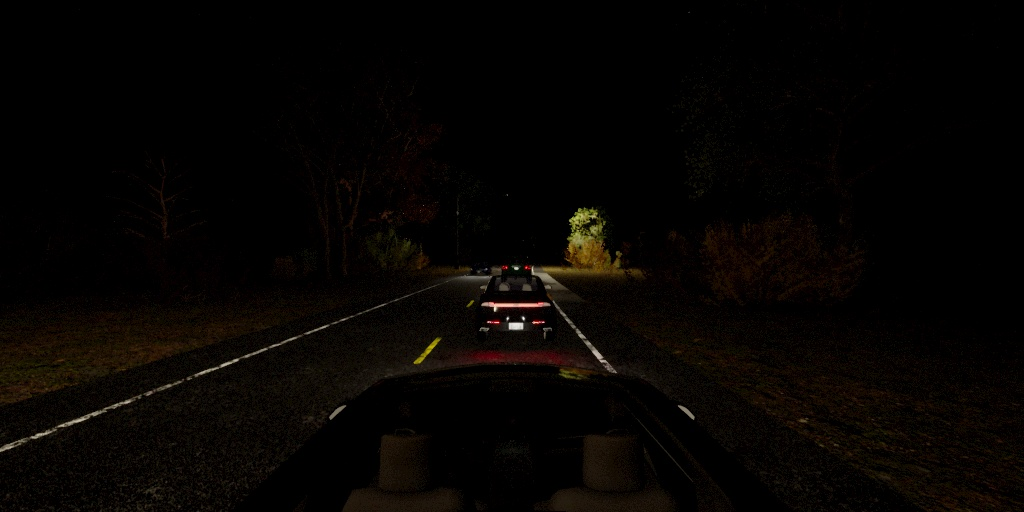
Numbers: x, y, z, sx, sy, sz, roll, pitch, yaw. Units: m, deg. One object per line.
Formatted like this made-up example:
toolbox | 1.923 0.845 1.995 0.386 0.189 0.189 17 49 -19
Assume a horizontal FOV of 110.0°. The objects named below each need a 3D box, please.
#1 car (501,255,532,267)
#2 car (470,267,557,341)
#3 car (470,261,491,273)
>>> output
car | 0.350 0.951 27.185 2.150 2.045 5.566 0 0 1
car | 0.101 1.237 9.842 2.128 1.511 4.902 0 0 0
car | -3.072 1.240 36.402 1.812 1.442 4.674 0 0 2
